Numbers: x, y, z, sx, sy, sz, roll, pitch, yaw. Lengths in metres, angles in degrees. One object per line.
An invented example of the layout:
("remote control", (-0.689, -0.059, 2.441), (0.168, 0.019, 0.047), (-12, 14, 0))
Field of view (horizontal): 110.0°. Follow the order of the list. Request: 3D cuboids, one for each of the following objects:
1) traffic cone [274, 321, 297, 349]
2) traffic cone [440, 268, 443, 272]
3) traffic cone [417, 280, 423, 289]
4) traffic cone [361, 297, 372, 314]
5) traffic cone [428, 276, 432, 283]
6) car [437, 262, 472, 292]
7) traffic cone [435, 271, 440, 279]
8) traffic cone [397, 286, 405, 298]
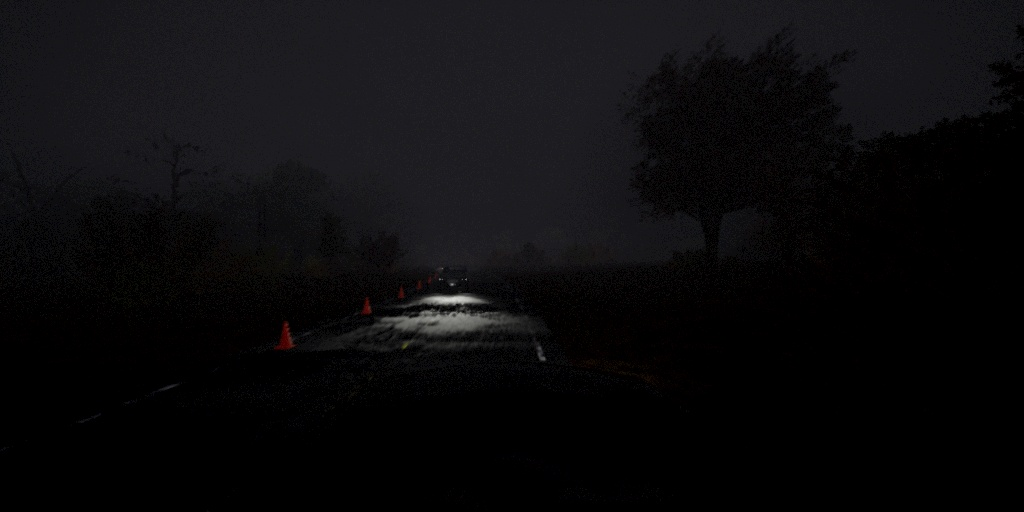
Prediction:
("traffic cone", (-5.124, 1.770, 8.117), (0.340, 0.580, 0.340), (0, 0, -1))
("traffic cone", (-7.617, 1.844, 37.659), (0.340, 0.580, 0.340), (0, 0, -8))
("traffic cone", (-5.913, 1.802, 22.926), (0.340, 0.580, 0.340), (0, 0, -5))
("traffic cone", (-5.285, 1.780, 13.059), (0.340, 0.580, 0.340), (0, 0, -2))
("traffic cone", (-6.380, 1.815, 27.849), (0.340, 0.580, 0.340), (0, 0, -6))
("car", (-3.500, 1.313, 22.213), (2.128, 1.511, 4.902), (-1, 0, -5))
("traffic cone", (-6.948, 1.829, 32.760), (0.340, 0.580, 0.340), (0, 0, -7))
("traffic cone", (-5.548, 1.791, 17.996), (0.340, 0.580, 0.340), (0, 0, -4))
